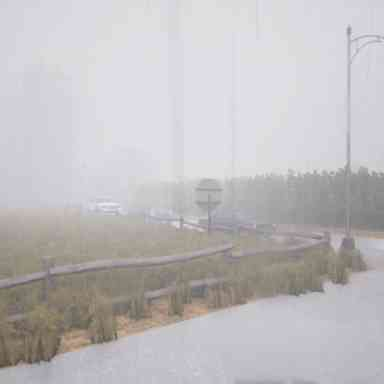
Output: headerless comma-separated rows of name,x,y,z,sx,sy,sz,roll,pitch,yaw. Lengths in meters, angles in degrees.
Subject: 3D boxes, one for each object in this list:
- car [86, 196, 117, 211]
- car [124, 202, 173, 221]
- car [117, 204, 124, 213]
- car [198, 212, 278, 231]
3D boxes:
car,-9.511,1.513,35.499,2.150,2.045,5.566,1,0,-35
car,-3.380,1.625,26.875,2.097,1.767,4.553,1,-1,-36
car,-5.763,1.812,35.838,2.128,1.511,4.902,1,0,-36
car,2.465,1.816,18.702,1.895,1.301,4.718,1,-1,-36
